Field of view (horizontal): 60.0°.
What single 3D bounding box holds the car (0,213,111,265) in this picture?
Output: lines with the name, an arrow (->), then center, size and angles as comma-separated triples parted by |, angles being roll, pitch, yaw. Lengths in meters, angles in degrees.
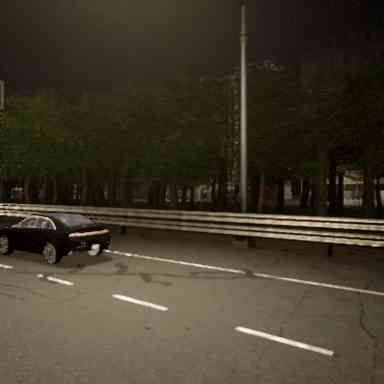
car -> -4.964, 1.490, 11.710 | 4.902, 1.511, 2.128 | 0, 0, 36
